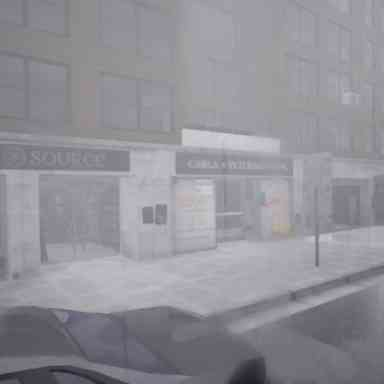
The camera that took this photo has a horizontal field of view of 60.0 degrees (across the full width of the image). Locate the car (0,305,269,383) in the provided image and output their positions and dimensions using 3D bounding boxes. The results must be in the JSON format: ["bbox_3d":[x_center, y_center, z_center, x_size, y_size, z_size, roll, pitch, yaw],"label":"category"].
[{"bbox_3d":[-1.851,1.556,1.735,5.357,1.411,2.033,-1,1,-35],"label":"car"}]
